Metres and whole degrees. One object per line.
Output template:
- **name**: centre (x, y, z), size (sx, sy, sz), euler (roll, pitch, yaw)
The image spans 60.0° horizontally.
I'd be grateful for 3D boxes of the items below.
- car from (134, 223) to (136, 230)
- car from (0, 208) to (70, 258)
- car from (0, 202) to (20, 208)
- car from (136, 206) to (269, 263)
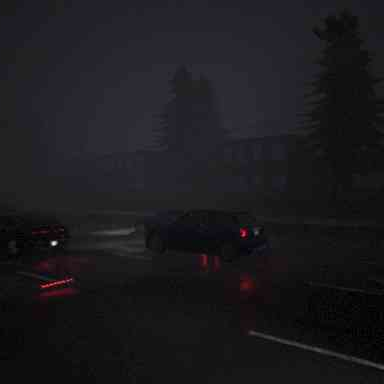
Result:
- **car**: centre (-0.972, 1.577, 17.581), size (4.674, 1.442, 1.812), euler (0, 0, 35)
- **car**: centre (-6.850, 1.567, 13.173), size (4.892, 1.490, 1.837), euler (0, 0, 35)
- **car**: centre (-16.453, 1.649, 28.615), size (4.892, 1.490, 1.837), euler (0, 0, 35)
- **car**: centre (0.417, 1.384, 12.290), size (4.553, 1.767, 2.097), euler (0, 0, 36)
